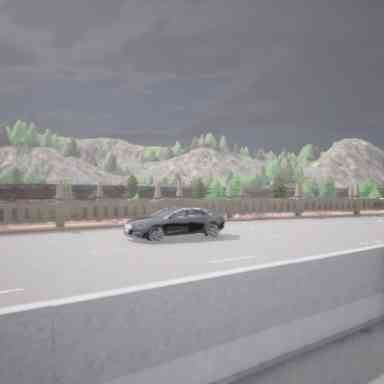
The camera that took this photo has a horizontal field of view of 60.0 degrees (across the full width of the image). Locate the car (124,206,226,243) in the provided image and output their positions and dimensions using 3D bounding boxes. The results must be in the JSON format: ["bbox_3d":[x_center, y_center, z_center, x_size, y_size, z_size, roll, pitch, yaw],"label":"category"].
[{"bbox_3d":[-0.703,1.422,15.686,4.902,1.511,2.128,0,0,-30],"label":"car"}]
